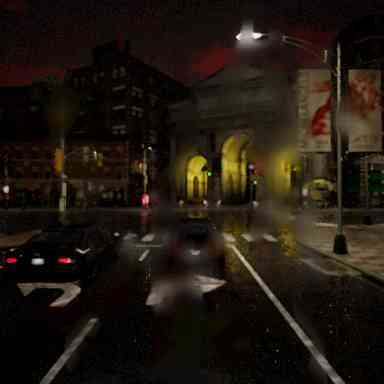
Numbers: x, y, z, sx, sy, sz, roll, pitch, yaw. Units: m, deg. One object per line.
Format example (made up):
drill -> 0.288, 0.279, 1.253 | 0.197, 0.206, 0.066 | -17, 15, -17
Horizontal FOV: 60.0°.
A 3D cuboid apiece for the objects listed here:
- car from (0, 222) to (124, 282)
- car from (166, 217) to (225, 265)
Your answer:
car -> -3.416, 1.605, 9.894 | 2.033, 1.411, 5.357 | 0, 0, 0
car -> 0.137, 1.594, 11.816 | 1.812, 1.442, 4.674 | 0, 0, 1
